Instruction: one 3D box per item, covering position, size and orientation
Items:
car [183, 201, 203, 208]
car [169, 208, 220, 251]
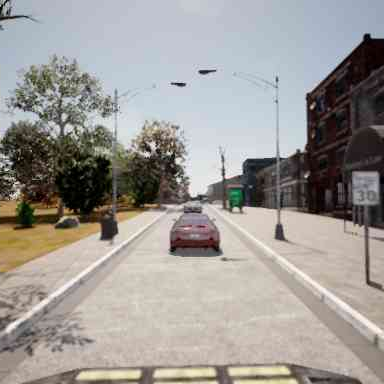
[{"bbox_3d":[0.112,1.584,32.312,2.033,1.411,5.357,0,0,0],"label":"car"},{"bbox_3d":[0.104,1.580,14.236,1.994,1.385,4.181,0,0,0],"label":"car"}]
